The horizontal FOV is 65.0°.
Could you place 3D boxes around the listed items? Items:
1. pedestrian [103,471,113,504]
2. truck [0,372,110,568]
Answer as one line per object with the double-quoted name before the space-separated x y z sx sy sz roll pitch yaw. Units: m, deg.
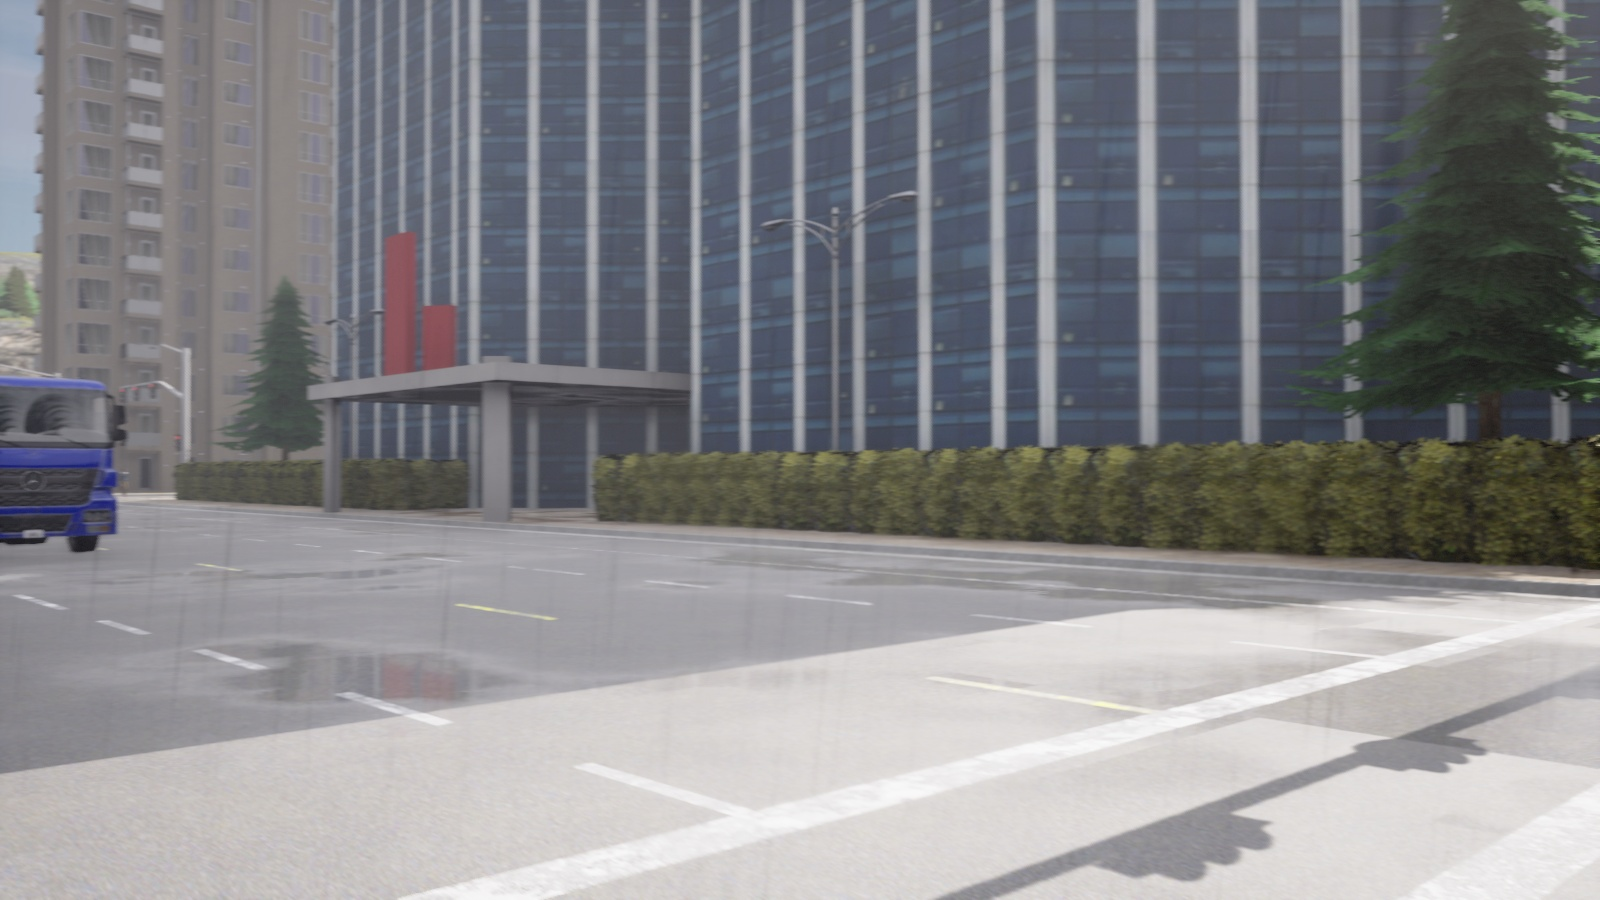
"pedestrian" -41.265 2.246 74.918 0.423 1.949 0.788 0 -1 -36
"truck" -16.670 0.420 25.268 2.891 3.462 7.936 0 -1 -44
